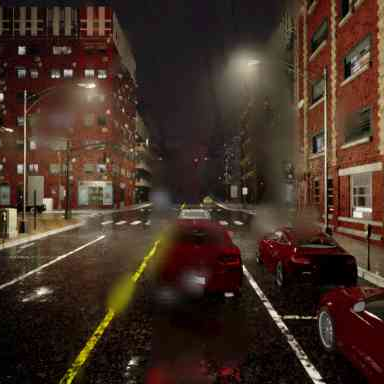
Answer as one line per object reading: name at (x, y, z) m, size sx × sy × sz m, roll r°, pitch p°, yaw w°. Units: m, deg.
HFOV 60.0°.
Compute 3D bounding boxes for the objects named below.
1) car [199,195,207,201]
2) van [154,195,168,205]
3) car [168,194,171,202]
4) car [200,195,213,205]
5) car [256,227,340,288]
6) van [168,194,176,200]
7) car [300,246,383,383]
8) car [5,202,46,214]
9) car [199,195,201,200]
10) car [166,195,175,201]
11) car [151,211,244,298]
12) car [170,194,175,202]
car at (2.846, 1.596, 86.421) m, size 1.947 × 1.339 × 4.313 m, roll 1°, pitch 0°, yaw 0°
van at (-5.578, 1.359, 58.213) m, size 1.690 × 1.788 × 3.998 m, roll 1°, pitch 0°, yaw 0°
car at (-5.572, 1.602, 63.865) m, size 1.802 × 1.307 × 4.206 m, roll 1°, pitch 0°, yaw 0°
car at (2.799, 1.543, 58.329) m, size 1.752 × 1.417 × 4.829 m, roll 1°, pitch 0°, yaw 0°
car at (2.852, 1.584, 8.906) m, size 1.802 × 1.307 × 4.206 m, roll 1°, pitch 0°, yaw 0°
van at (-5.521, 1.375, 92.126) m, size 1.690 × 1.788 × 3.998 m, roll 1°, pitch 0°, yaw 0°
car at (2.673, 1.583, 3.250) m, size 1.802 × 1.307 × 4.206 m, roll 1°, pitch 0°, yaw 0°
car at (-18.648, 1.729, 37.324) m, size 4.313 × 1.339 × 1.947 m, roll 0°, pitch -1°, yaw 0°
car at (2.837, 1.572, 80.770) m, size 1.887 × 1.381 × 4.507 m, roll 1°, pitch 0°, yaw 0°
car at (-5.533, 1.581, 86.474) m, size 2.008 × 1.369 × 4.403 m, roll 1°, pitch 0°, yaw 0°
car at (0.112, 1.480, 8.588) m, size 1.882 × 1.535 × 5.008 m, roll 0°, pitch 0°, yaw 0°
car at (-5.553, 1.607, 75.169) m, size 1.802 × 1.307 × 4.206 m, roll 1°, pitch 0°, yaw 0°
